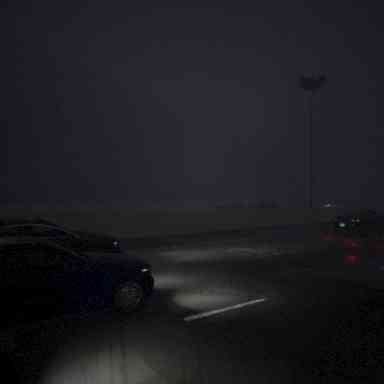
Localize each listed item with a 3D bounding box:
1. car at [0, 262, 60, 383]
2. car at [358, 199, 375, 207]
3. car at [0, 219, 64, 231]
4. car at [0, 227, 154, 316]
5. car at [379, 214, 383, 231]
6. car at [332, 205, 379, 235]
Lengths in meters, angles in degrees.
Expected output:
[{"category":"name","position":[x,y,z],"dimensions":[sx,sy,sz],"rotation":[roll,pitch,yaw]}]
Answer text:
[{"category":"car","position":[-3.351,1.485,1.355],"dimensions":[4.892,1.490,1.837],"rotation":[1,0,-36]},{"category":"car","position":[33.817,2.132,64.547],"dimensions":[2.128,1.511,4.902],"rotation":[0,0,37]},{"category":"car","position":[-4.374,1.508,9.225],"dimensions":[4.902,1.511,2.128],"rotation":[1,0,-36]},{"category":"car","position":[-2.931,1.535,5.955],"dimensions":[4.674,1.442,1.812],"rotation":[1,0,-36]},{"category":"car","position":[11.584,1.683,16.777],"dimensions":[4.892,1.490,1.837],"rotation":[1,0,-38]},{"category":"car","position":[10.302,1.713,20.234],"dimensions":[4.674,1.442,1.812],"rotation":[1,0,-39]}]
